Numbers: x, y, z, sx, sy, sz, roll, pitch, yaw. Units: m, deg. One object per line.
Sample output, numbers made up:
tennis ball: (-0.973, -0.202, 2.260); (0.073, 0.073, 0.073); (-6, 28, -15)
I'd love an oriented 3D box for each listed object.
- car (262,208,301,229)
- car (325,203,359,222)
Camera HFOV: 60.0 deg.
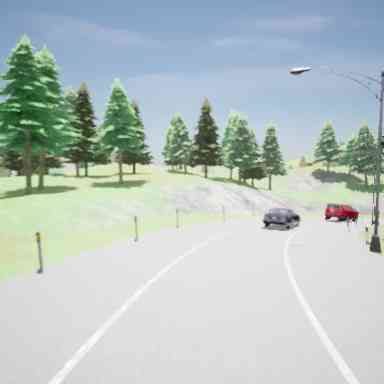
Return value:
car: (6.772, 1.895, 24.775); (2.033, 1.411, 5.357); (3, -1, 28)
car: (17.526, 2.386, 38.772); (5.566, 2.045, 2.150); (4, 0, -44)
